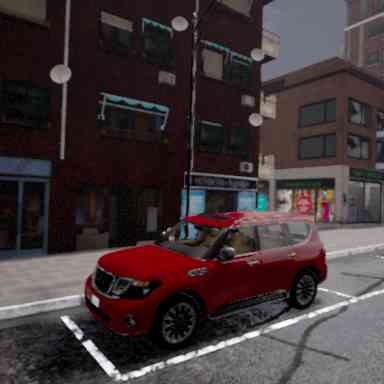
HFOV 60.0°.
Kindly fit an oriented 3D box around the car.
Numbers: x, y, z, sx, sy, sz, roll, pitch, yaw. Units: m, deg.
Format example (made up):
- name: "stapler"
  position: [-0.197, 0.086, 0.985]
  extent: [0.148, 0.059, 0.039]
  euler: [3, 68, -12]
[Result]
- name: "car"
  position: [0.597, 1.355, 6.486]
  extent: [5.009, 1.841, 2.192]
  euler: [1, 1, -35]
